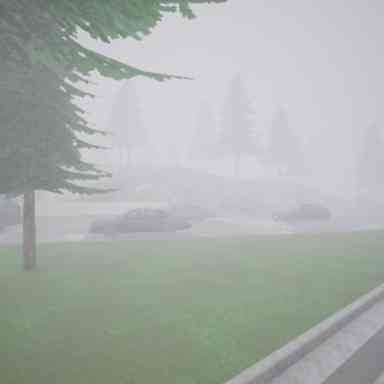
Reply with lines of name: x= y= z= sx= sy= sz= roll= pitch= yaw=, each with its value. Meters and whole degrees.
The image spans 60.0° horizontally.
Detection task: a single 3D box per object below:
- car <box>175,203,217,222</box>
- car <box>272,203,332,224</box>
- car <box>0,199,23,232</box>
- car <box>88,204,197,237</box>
car: x=-0.840 y=1.559 z=25.461 sx=5.357 sy=1.411 sz=2.033 roll=0 pitch=0 yaw=-15
car: x=8.181 y=1.537 z=24.704 sx=4.674 sy=1.442 sz=1.812 roll=0 pitch=0 yaw=-21
car: x=-12.419 y=1.228 z=18.287 sx=5.566 sy=2.045 sz=2.150 roll=0 pitch=-1 yaw=-24
car: x=-2.705 y=1.555 z=17.728 sx=5.357 sy=1.411 sz=2.033 roll=0 pitch=0 yaw=-16
